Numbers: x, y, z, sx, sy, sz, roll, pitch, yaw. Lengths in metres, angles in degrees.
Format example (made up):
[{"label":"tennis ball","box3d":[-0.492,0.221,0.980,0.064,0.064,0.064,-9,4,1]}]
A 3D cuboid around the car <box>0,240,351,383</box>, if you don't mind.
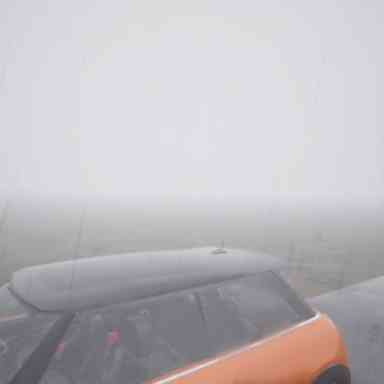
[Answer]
[{"label":"car","box3d":[-0.854,1.353,2.461,4.553,1.767,2.097,0,0,-36]}]
